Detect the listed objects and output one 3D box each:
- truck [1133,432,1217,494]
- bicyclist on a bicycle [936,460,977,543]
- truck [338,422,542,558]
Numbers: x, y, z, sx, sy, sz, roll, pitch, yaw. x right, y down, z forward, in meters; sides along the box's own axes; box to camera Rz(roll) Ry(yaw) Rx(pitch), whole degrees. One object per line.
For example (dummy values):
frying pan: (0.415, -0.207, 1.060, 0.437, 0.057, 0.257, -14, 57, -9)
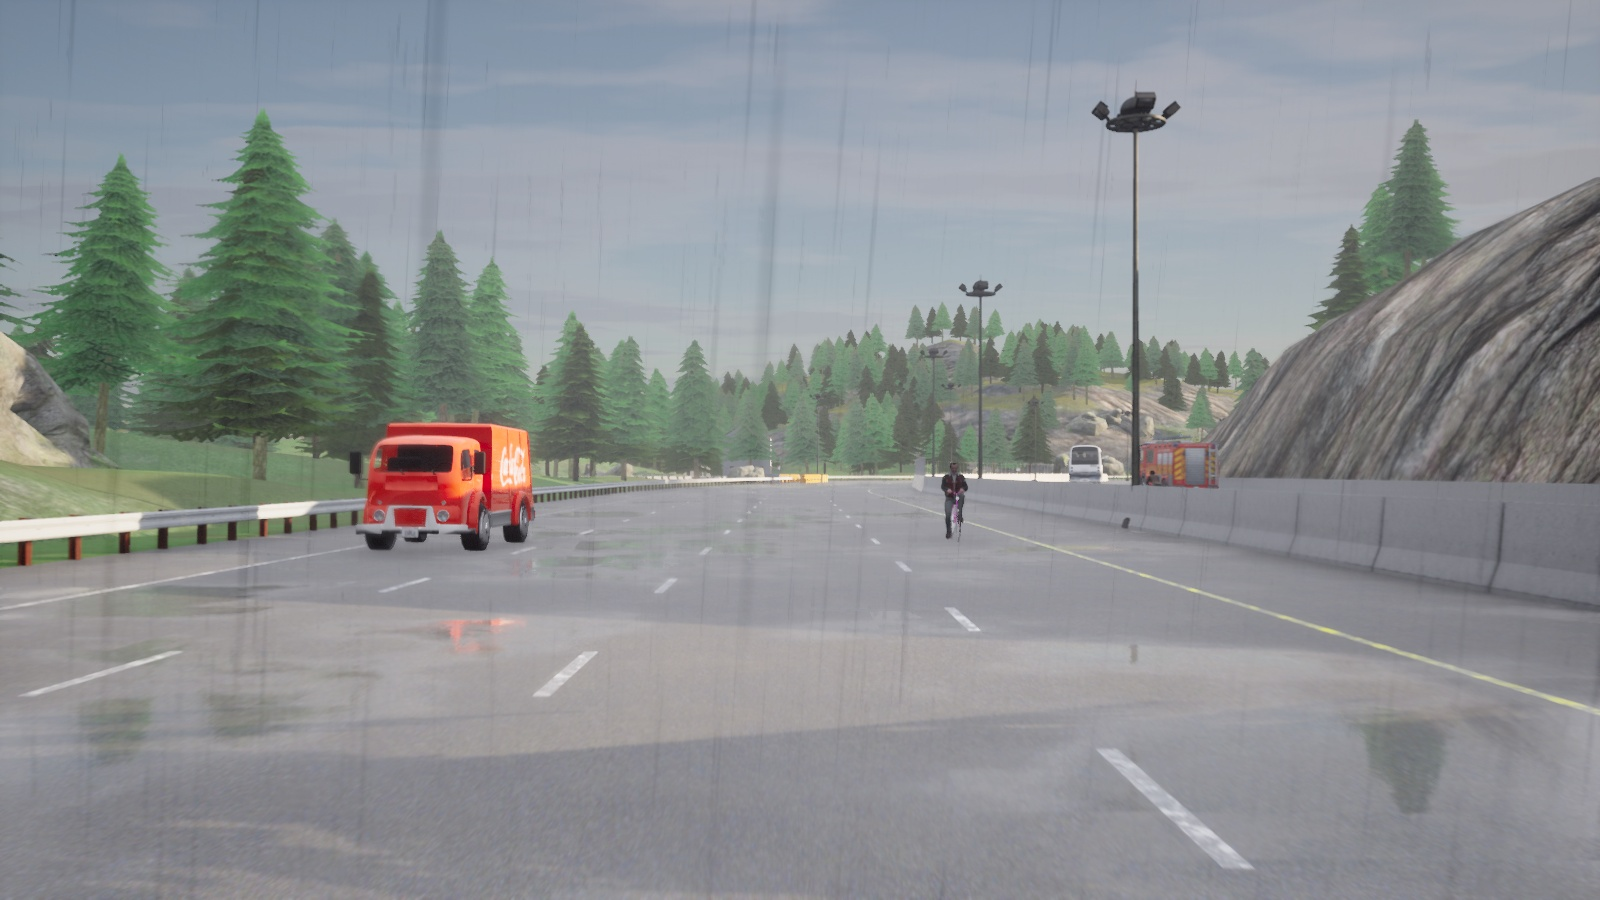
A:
truck: (24.298, 0.876, 81.820, 2.891, 3.827, 8.468, 0, -1, 0)
bicyclist on a bicycle: (3.432, 1.119, 27.719, 0.659, 1.776, 1.843, 0, -1, 0)
truck: (-7.063, 0.766, 25.361, 2.627, 2.467, 5.204, 0, -1, 0)
